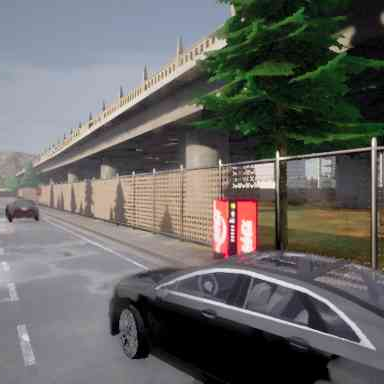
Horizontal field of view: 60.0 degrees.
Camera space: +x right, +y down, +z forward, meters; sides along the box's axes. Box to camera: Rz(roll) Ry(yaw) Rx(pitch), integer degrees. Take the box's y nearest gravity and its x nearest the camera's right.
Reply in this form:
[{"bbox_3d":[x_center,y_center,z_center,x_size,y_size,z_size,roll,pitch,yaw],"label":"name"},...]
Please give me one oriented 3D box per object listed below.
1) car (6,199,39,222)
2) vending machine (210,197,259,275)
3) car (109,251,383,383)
[{"bbox_3d":[-13.757,1.351,26.855,2.097,1.767,4.553,0,0,-32],"label":"car"},{"bbox_3d":[1.237,1.195,9.664,1.100,2.100,0.880,0,0,-32],"label":"vending machine"},{"bbox_3d":[0.836,1.492,4.014,2.128,1.511,4.902,0,0,-45],"label":"car"}]
